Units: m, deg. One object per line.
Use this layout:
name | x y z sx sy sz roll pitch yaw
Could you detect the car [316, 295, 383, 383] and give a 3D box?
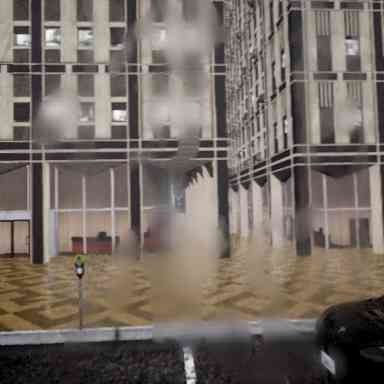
car | 3.841 1.691 4.268 4.313 1.339 1.947 -1 -3 -4
